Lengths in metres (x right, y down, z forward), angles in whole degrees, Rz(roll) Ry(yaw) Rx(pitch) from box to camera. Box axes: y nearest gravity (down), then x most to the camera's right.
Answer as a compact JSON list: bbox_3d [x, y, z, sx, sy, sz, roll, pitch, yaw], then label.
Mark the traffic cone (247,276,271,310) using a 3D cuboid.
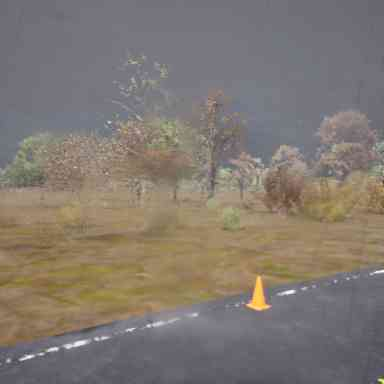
[{"bbox_3d":[1.322,1.962,6.558,0.340,0.580,0.340,0,0,-33],"label":"traffic cone"}]
